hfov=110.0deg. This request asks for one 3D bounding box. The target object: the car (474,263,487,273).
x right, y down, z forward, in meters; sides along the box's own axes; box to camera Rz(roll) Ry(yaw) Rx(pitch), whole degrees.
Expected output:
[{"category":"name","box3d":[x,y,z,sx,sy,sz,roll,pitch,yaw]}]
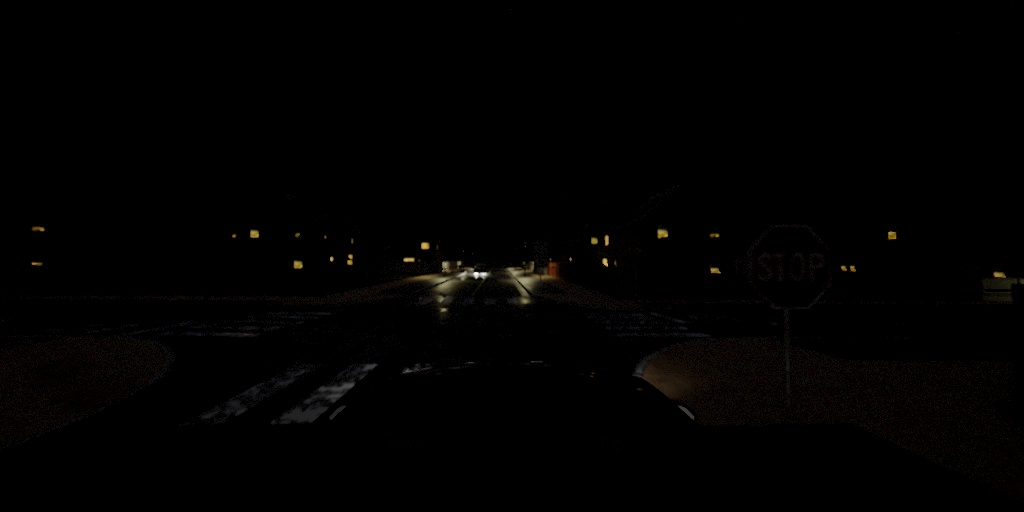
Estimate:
[{"category":"car","box3d":[-5.014,1.884,57.402,2.128,1.511,4.902,0,-1,-2]}]
